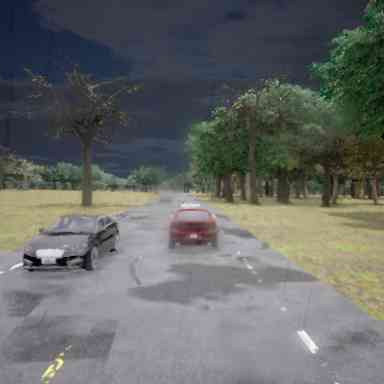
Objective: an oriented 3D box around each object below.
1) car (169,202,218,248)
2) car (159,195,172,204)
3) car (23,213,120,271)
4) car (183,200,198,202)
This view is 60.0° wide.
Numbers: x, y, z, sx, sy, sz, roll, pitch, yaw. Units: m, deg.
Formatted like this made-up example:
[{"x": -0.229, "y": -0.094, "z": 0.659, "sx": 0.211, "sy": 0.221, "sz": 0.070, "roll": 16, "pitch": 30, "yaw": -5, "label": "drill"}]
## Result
[{"x": 0.043, "y": 1.441, "z": 14.540, "sx": 1.882, "sy": 1.535, "sz": 5.008, "roll": 0, "pitch": 0, "yaw": 0, "label": "car"}, {"x": -4.253, "y": 1.147, "z": 54.049, "sx": 1.994, "sy": 1.385, "sz": 4.181, "roll": 0, "pitch": 1, "yaw": -1, "label": "car"}, {"x": -3.635, "y": 1.469, "z": 10.853, "sx": 2.128, "sy": 1.511, "sz": 4.902, "roll": 0, "pitch": 0, "yaw": 0, "label": "car"}, {"x": -0.174, "y": 1.426, "z": 33.575, "sx": 1.895, "sy": 1.301, "sz": 4.718, "roll": 0, "pitch": 1, "yaw": -1, "label": "car"}]
